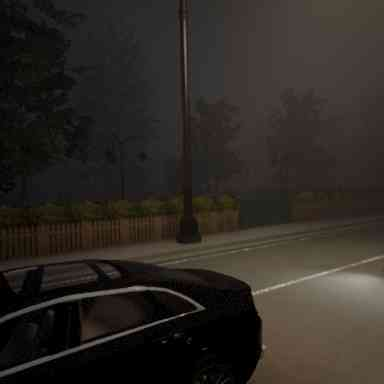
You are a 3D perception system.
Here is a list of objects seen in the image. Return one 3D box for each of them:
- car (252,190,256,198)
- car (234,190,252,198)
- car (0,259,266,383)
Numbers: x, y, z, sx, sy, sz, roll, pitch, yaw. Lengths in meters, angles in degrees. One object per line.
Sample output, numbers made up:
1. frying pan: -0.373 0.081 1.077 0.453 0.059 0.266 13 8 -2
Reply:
1. car: 10.767 0.332 59.913 2.033 1.411 5.357 -2 1 -35
2. car: 7.692 0.394 58.166 1.837 1.490 4.892 -2 1 -35
3. car: -1.501 1.486 2.913 4.902 1.511 2.128 -2 1 -35
